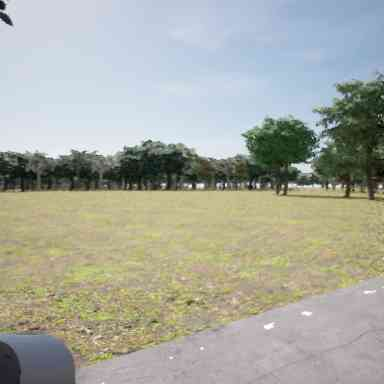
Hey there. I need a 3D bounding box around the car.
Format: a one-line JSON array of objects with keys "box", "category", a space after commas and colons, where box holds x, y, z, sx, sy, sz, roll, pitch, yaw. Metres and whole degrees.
[{"box": [-2.833, 1.505, 1.049, 4.892, 1.490, 1.837, 0, 0, -35], "category": "car"}]
